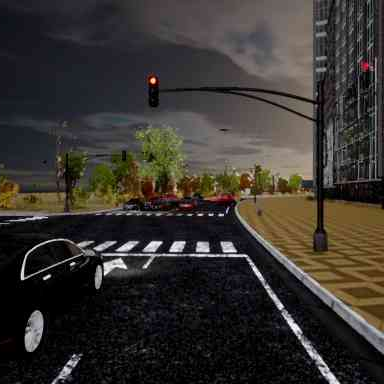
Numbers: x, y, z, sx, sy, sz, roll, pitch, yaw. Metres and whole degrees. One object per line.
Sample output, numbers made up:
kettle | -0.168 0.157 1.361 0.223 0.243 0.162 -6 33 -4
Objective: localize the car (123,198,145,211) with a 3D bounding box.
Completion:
car | -7.104 1.524 41.486 1.812 1.442 4.674 0 0 7

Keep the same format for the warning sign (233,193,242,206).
warning sign | 6.554 1.122 48.257 1.300 1.860 1.060 0 0 8

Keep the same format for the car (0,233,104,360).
car | -3.011 1.504 5.935 1.837 1.490 4.892 0 0 1

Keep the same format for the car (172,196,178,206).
car | -2.705 1.603 49.932 1.895 1.301 4.718 0 0 8

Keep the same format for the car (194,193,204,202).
car | 1.271 1.229 72.080 2.150 2.045 5.566 0 0 11

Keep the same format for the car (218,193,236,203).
car | 7.115 1.237 67.469 2.150 2.045 5.566 0 0 11

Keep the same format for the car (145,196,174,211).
car | -3.926 1.564 40.701 1.994 1.385 4.181 0 0 7

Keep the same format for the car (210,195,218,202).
car | 5.552 1.370 76.508 2.097 1.767 4.553 0 0 13

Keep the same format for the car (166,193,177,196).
car | -3.987 1.226 62.191 2.150 2.045 5.566 0 0 10

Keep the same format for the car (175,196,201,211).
car | -0.423 1.565 41.350 1.994 1.385 4.181 0 0 7

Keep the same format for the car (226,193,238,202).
car | 9.787 1.246 80.433 2.150 2.045 5.566 0 0 14

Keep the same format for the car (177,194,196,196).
car | -1.018 1.532 60.295 1.812 1.442 4.674 0 0 11
